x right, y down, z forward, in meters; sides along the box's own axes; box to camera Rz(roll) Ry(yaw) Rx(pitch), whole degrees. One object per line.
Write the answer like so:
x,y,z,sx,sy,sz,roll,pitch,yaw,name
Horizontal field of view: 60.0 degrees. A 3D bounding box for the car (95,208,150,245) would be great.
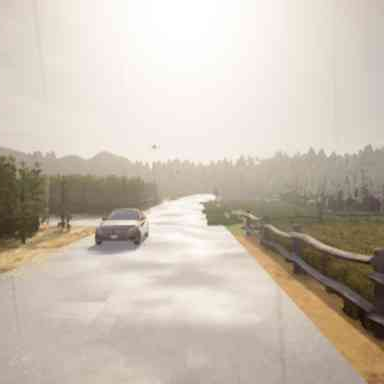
-3.086,1.514,15.508,1.812,1.442,4.674,0,0,0,car
